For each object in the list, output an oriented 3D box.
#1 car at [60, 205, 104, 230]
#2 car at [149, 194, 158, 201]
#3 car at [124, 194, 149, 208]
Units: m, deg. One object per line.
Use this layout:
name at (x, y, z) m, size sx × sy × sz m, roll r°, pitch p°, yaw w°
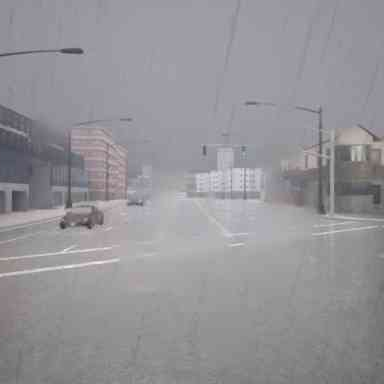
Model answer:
car at (-6.951, 1.589, 21.515) m, size 1.812 × 1.442 × 4.674 m, roll 0°, pitch 0°, yaw -2°
car at (-8.336, 1.110, 70.826) m, size 1.994 × 1.385 × 4.181 m, roll 0°, pitch 0°, yaw -2°
car at (-7.631, 1.149, 45.802) m, size 2.097 × 1.767 × 4.553 m, roll 0°, pitch 1°, yaw -2°
